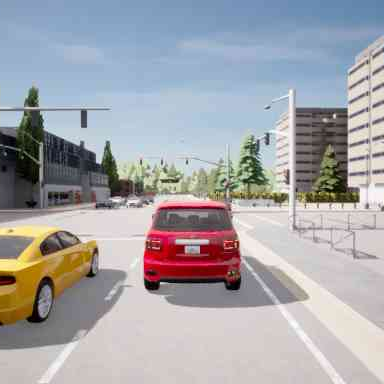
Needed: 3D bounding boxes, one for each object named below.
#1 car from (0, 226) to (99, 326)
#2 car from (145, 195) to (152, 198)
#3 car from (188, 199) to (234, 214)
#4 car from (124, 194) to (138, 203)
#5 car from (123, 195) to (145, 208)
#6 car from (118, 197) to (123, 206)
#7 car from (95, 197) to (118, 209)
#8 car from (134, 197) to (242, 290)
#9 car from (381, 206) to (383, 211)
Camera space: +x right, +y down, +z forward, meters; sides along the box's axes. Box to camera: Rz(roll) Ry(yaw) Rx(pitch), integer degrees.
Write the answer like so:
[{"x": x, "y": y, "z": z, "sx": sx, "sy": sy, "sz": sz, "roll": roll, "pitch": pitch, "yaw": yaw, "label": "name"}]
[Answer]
[{"x": -3.482, "y": 1.478, "z": 7.207, "sx": 1.882, "sy": 1.535, "sz": 5.008, "roll": 0, "pitch": 0, "yaw": 0, "label": "car"}, {"x": -8.653, "y": 1.505, "z": 58.741, "sx": 1.837, "sy": 1.490, "sz": 4.892, "roll": 0, "pitch": 0, "yaw": -1, "label": "car"}, {"x": 2.058, "y": 1.525, "z": 36.253, "sx": 4.674, "sy": 1.442, "sz": 1.812, "roll": 0, "pitch": 0, "yaw": 23, "label": "car"}, {"x": -12.339, "y": 1.352, "z": 67.471, "sx": 2.097, "sy": 1.767, "sz": 4.553, "roll": 0, "pitch": 0, "yaw": -1, "label": "car"}, {"x": -8.385, "y": 1.526, "z": 48.657, "sx": 1.812, "sy": 1.442, "sz": 4.674, "roll": 0, "pitch": 0, "yaw": -1, "label": "car"}, {"x": -12.035, "y": 1.526, "z": 53.789, "sx": 1.812, "sy": 1.442, "sz": 4.674, "roll": 0, "pitch": 0, "yaw": -1, "label": "car"}, {"x": -11.796, "y": 1.564, "z": 45.354, "sx": 1.994, "sy": 1.385, "sz": 4.181, "roll": 0, "pitch": 0, "yaw": -2, "label": "car"}, {"x": 0.011, "y": 1.221, "z": 9.196, "sx": 2.150, "sy": 2.045, "sz": 5.566, "roll": 0, "pitch": 0, "yaw": 0, "label": "car"}, {"x": 22.927, "y": 1.547, "z": 35.005, "sx": 5.357, "sy": 1.411, "sz": 2.033, "roll": 0, "pitch": 0, "yaw": -2, "label": "car"}]
